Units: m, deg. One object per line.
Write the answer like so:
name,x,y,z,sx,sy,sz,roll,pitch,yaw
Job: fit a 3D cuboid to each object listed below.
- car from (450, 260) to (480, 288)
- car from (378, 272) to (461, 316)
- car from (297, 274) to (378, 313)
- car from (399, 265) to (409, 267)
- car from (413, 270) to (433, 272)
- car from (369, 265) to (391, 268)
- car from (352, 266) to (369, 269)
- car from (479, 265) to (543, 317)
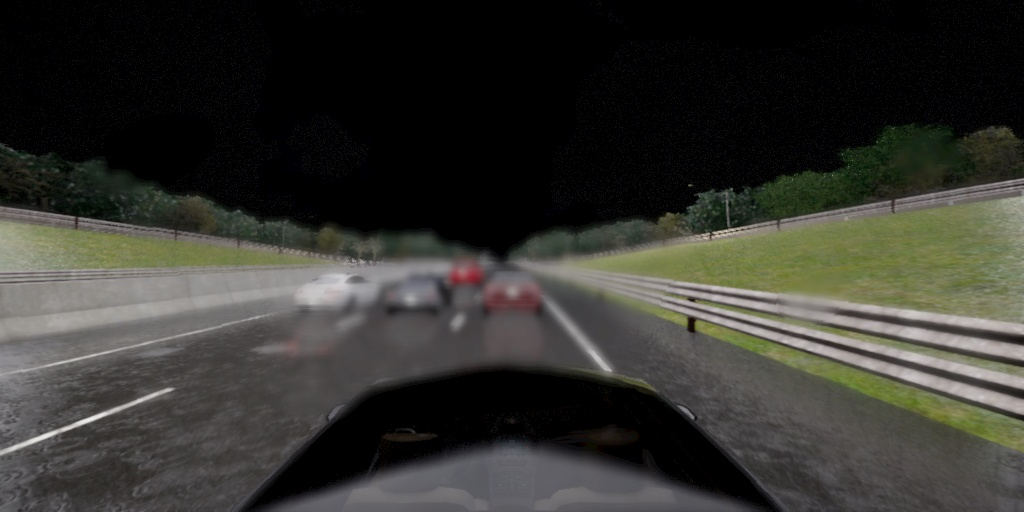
car,-3.466,1.367,28.086,2.150,2.045,5.566,0,-1,0
car,-3.455,1.496,14.286,1.994,1.385,4.181,0,-1,0
car,-6.953,1.466,14.908,1.812,1.442,4.674,0,-1,0
car,-18.030,2.213,60.311,1.994,1.385,4.181,0,-1,-1
car,-6.962,1.753,28.577,1.895,1.301,4.718,0,-1,0
car,-21.513,2.192,60.133,2.033,1.411,5.357,0,-1,-1
car,-25.003,2.241,59.894,1.895,1.301,4.718,0,-1,-1
car,0.045,1.280,14.140,2.097,1.767,4.553,0,-1,0
